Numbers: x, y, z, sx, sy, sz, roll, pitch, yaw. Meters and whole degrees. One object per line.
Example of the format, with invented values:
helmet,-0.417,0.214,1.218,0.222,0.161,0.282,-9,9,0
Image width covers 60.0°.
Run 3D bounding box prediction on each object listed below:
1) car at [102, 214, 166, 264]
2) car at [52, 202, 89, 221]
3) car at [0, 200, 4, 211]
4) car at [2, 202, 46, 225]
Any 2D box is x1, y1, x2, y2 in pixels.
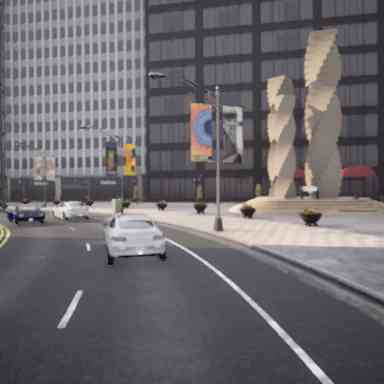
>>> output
car,-2.135,1.492,11.799,1.812,1.442,4.674,0,0,-16
car,-9.716,1.490,26.617,1.812,1.442,4.674,0,0,-37
car,-23.141,1.530,37.968,4.892,1.490,1.837,0,0,30
car,-12.225,1.596,24.272,1.895,1.301,4.718,-1,0,-37
